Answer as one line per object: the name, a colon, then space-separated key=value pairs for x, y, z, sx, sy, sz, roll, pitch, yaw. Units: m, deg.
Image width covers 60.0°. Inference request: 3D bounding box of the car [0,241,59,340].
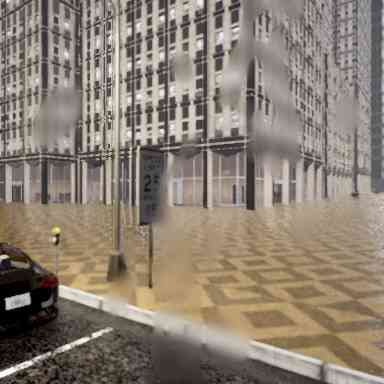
car: x=-4.073 y=1.525 z=5.781 sx=4.313 sy=1.339 sz=1.947 roll=0 pitch=0 yaw=36
